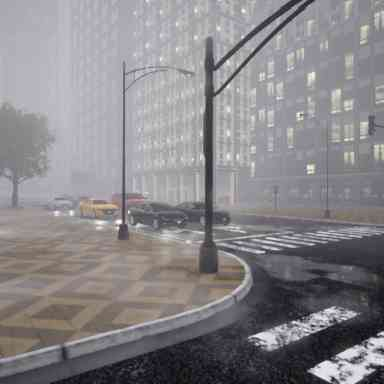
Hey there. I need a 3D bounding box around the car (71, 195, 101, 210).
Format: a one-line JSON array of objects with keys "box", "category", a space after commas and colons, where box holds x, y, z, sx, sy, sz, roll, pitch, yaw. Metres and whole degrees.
[{"box": [-12.642, 1.163, 39.376, 1.882, 1.535, 5.008, 0, 0, -37], "category": "car"}]

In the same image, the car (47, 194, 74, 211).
[{"box": [-14.522, 1.207, 36.450, 1.812, 1.442, 4.674, 0, 0, -37], "category": "car"}]

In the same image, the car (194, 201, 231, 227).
[{"box": [0.445, 1.344, 21.779, 1.882, 1.535, 5.008, 0, 0, -37], "category": "car"}]

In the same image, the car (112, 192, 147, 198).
[{"box": [-5.489, 1.008, 29.742, 2.150, 2.045, 5.566, 0, 0, -37], "category": "car"}]

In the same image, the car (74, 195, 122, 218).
[{"box": [-7.783, 1.254, 27.388, 1.882, 1.535, 5.008, 0, 0, -37], "category": "car"}]

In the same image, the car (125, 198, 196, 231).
[{"box": [-2.129, 1.357, 19.793, 1.837, 1.490, 4.892, 0, 0, -37], "category": "car"}]
